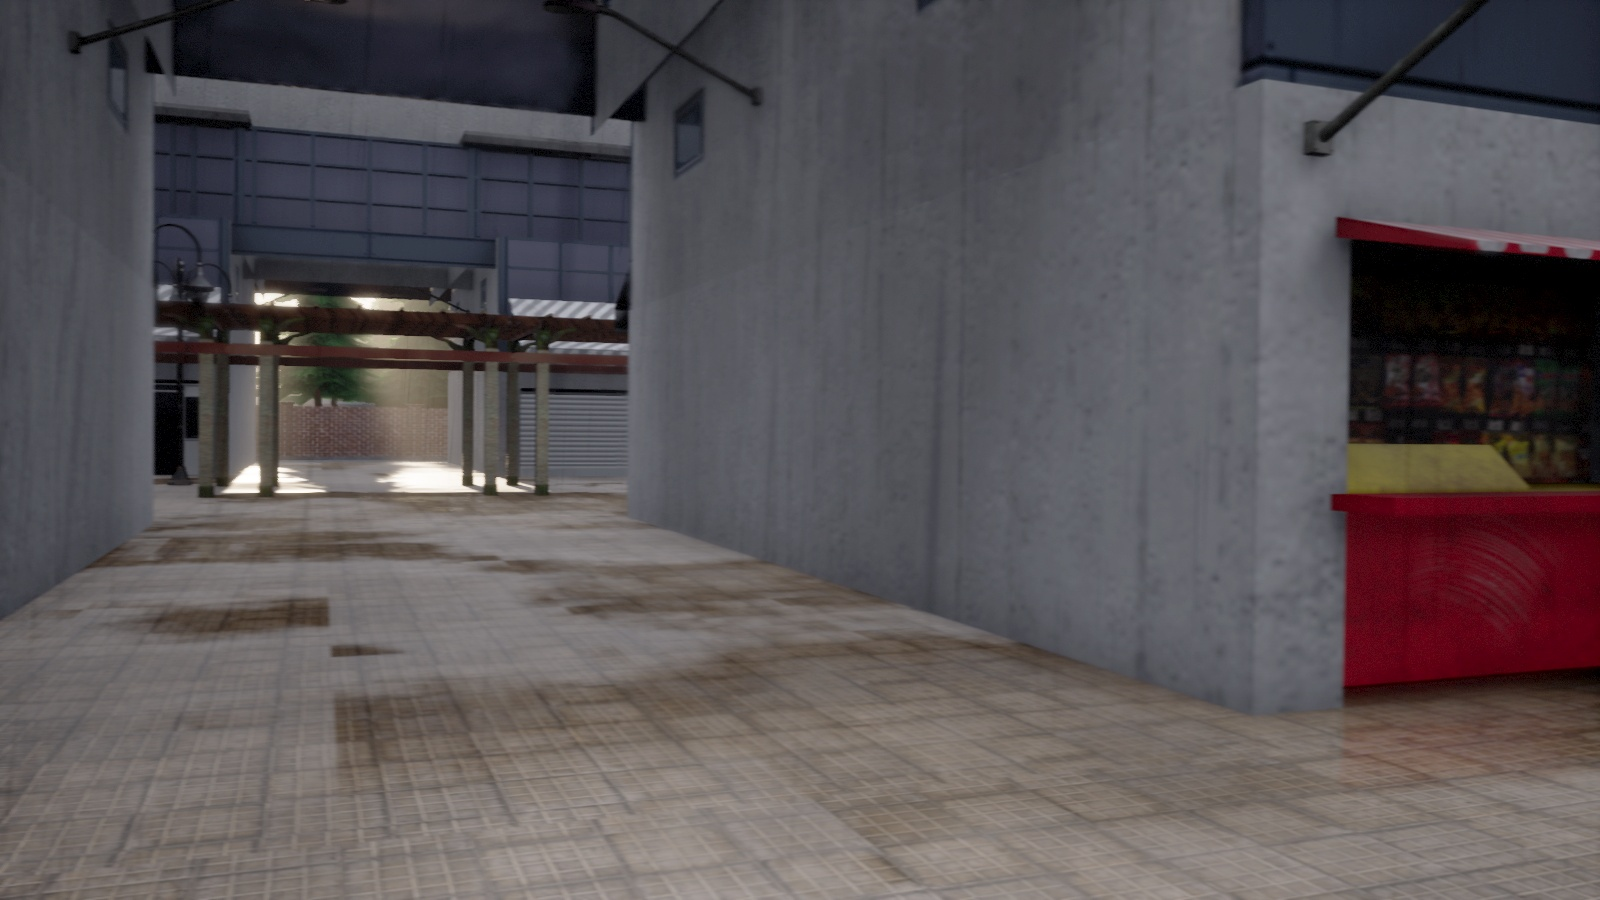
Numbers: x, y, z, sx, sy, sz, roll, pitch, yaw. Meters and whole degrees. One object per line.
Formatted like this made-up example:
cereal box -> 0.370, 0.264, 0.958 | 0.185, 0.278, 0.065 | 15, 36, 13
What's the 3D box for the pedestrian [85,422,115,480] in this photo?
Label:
pedestrian -> -23.506, 0.027, 42.153 | 0.788, 1.949, 0.423 | -1, 1, -19
